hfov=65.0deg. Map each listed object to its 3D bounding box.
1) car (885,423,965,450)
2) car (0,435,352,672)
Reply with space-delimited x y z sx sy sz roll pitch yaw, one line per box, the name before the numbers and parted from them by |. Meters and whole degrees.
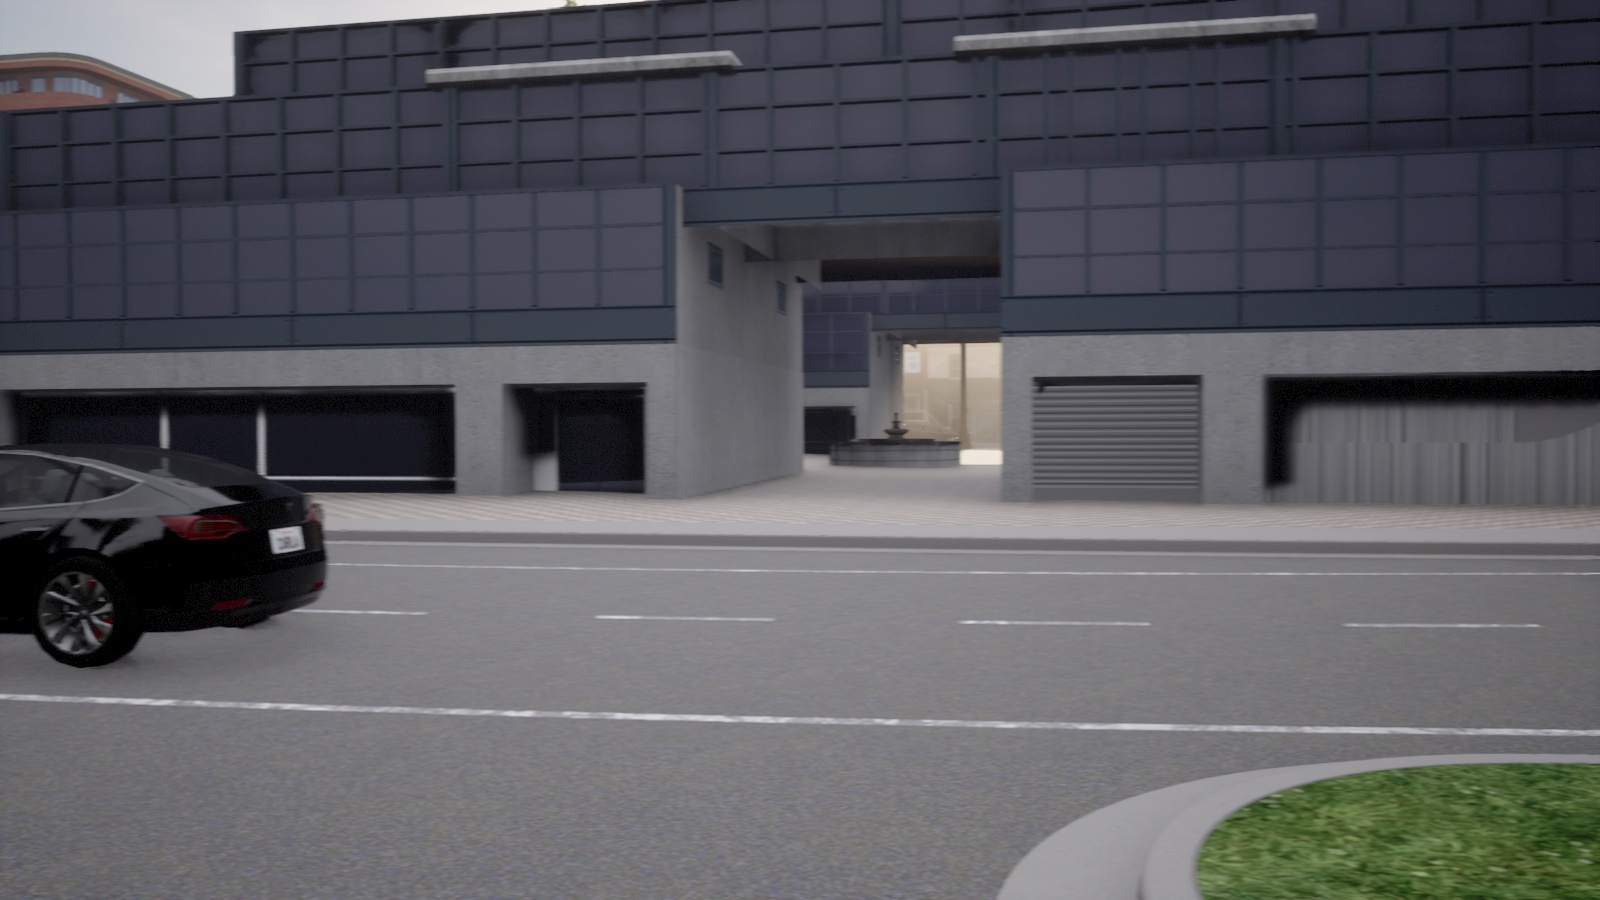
car | 7.903 -0.864 79.199 4.792 1.488 2.163 2 1 11
car | -6.154 0.643 9.455 4.792 1.488 2.163 0 1 9
